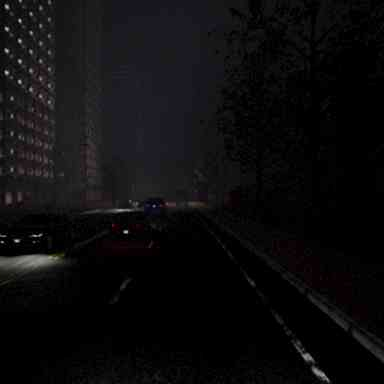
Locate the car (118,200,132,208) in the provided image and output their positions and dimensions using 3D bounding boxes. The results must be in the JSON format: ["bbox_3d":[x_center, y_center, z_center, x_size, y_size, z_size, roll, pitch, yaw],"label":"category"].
[{"bbox_3d":[-11.492,2.121,57.472,2.128,1.511,4.902,0,-1,-1],"label":"car"}]

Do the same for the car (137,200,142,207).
[{"bbox_3d":[-8.239,2.104,57.478,1.882,1.535,5.008,0,0,-1],"label":"car"}]

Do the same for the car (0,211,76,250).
[{"bbox_3d":[-6.869,1.679,15.335,1.837,1.490,4.892,0,-1,-2],"label":"car"}]

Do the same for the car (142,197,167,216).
[{"bbox_3d":[-4.205,1.645,38.787,2.150,2.045,5.566,0,0,-2],"label":"car"}]

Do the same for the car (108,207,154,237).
[{"bbox_3d":[-3.553,1.818,19.672,1.895,1.301,4.718,0,-1,-2],"label":"car"}]

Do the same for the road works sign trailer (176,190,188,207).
[{"bbox_3d":[-2.103,1.215,69.542,2.380,3.560,2.880,0,-1,-2],"label":"road works sign trailer"}]
